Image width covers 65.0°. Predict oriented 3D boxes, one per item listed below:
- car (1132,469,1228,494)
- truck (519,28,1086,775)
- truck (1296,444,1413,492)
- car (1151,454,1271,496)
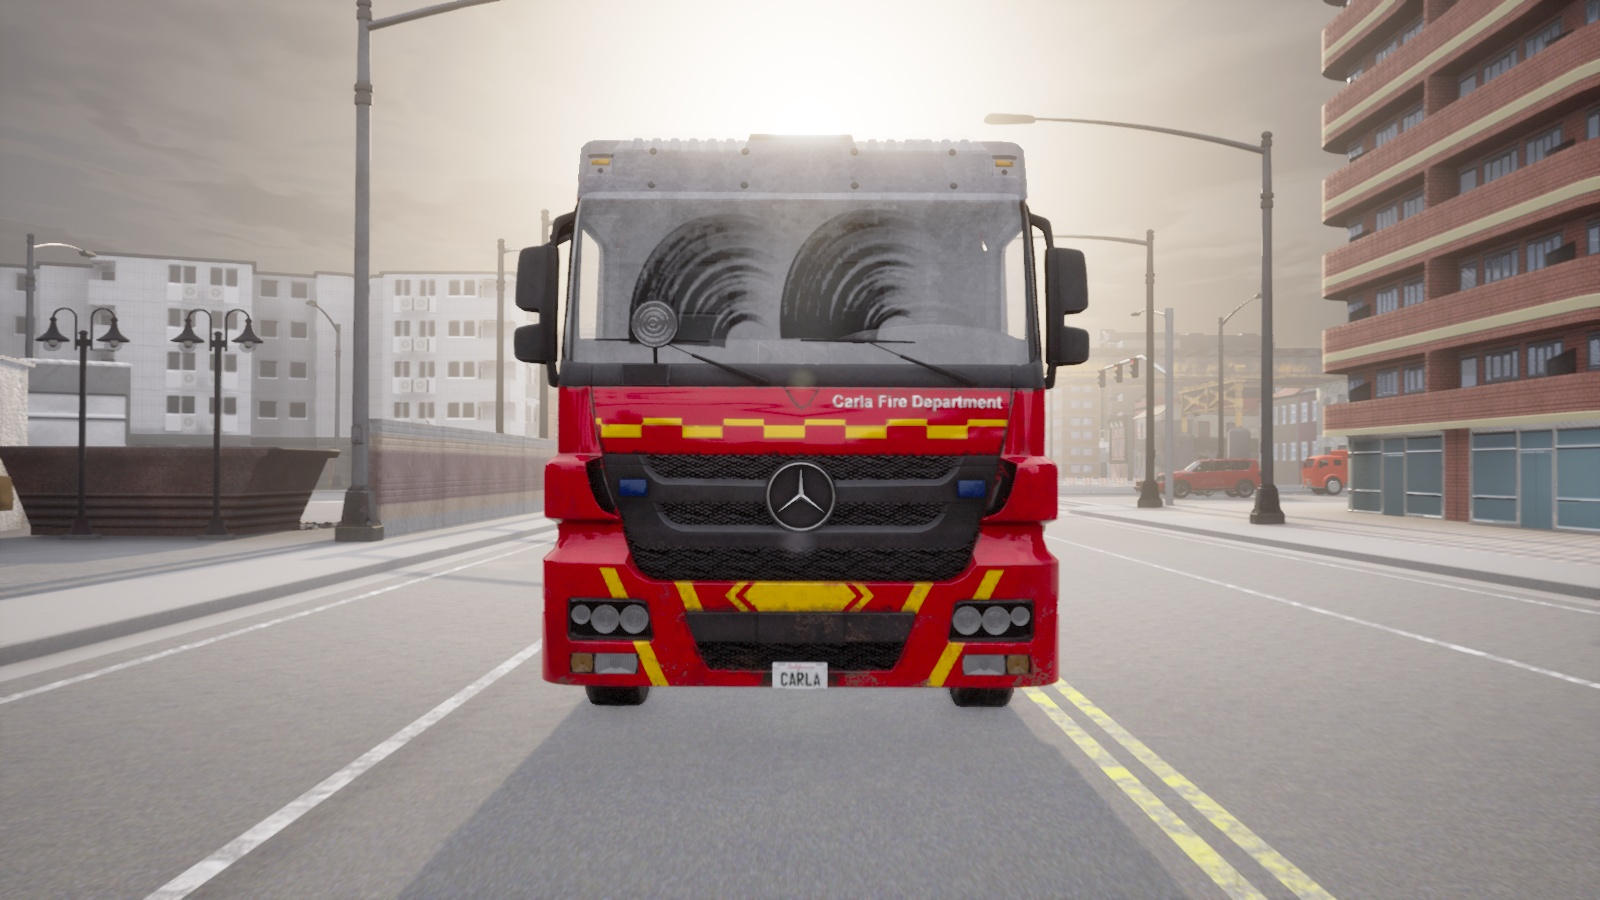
[{"bbox_3d":[20.925,1.744,69.283,4.718,1.301,1.895,-1,-1,1],"label":"car"},{"bbox_3d":[0.007,-0.191,10.678,2.891,3.827,8.468,0,-1,0],"label":"truck"},{"bbox_3d":[30.429,0.977,69.100,5.204,2.467,2.627,-1,-1,1],"label":"truck"},{"bbox_3d":[21.468,1.296,65.766,5.566,2.045,2.150,-1,-1,1],"label":"car"}]
